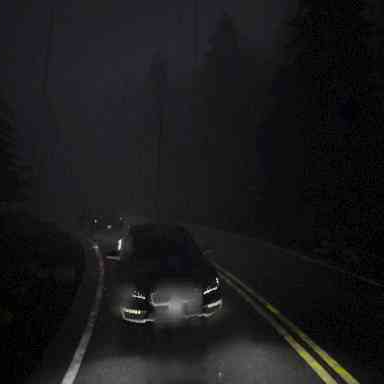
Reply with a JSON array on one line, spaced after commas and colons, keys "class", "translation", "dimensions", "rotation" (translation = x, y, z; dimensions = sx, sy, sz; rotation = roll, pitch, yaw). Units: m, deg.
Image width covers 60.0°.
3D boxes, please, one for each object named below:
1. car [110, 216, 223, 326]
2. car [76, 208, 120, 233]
[{"class": "car", "translation": [-0.746, 1.509, 7.420], "dimensions": [1.837, 1.490, 4.892], "rotation": [-1, 0, -12]}, {"class": "car", "translation": [-5.836, 1.684, 20.843], "dimensions": [1.895, 1.301, 4.718], "rotation": [-3, 1, -30]}]
